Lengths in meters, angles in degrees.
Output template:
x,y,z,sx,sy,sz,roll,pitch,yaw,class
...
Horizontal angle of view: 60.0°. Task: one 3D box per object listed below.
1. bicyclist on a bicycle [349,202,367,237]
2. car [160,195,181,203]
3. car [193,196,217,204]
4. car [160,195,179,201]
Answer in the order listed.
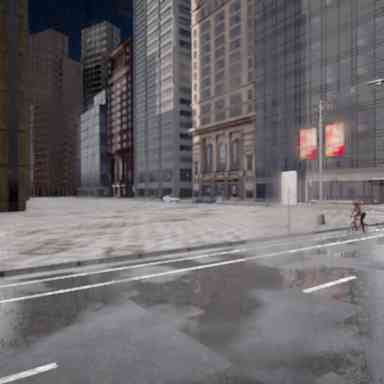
x,y,z,sx,sy,sz,roll,pitch,yaw,class
8.010,1.324,16.030,1.656,1.620,0.582,-1,0,-36,bicyclist on a bicycle
-3.973,1.388,64.431,1.812,1.442,4.674,0,0,-35,car
2.262,1.358,60.820,2.033,1.411,5.357,0,0,-35,car
-4.913,1.272,70.948,1.895,1.301,4.718,0,0,-35,car
